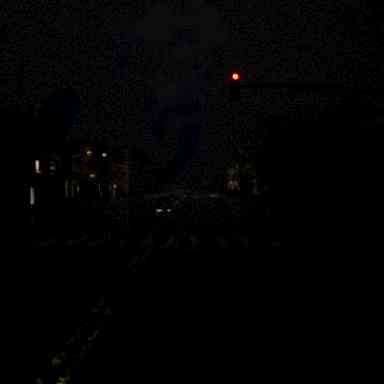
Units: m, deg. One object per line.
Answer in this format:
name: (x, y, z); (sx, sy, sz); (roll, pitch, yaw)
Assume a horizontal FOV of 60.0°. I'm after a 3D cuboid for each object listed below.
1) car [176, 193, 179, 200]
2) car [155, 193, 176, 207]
car: (-3.461, 0.875, 61.750); (1.895, 1.301, 4.718); (0, 1, 0)
car: (-3.359, 1.125, 40.686); (1.994, 1.385, 4.181); (0, 1, 0)
